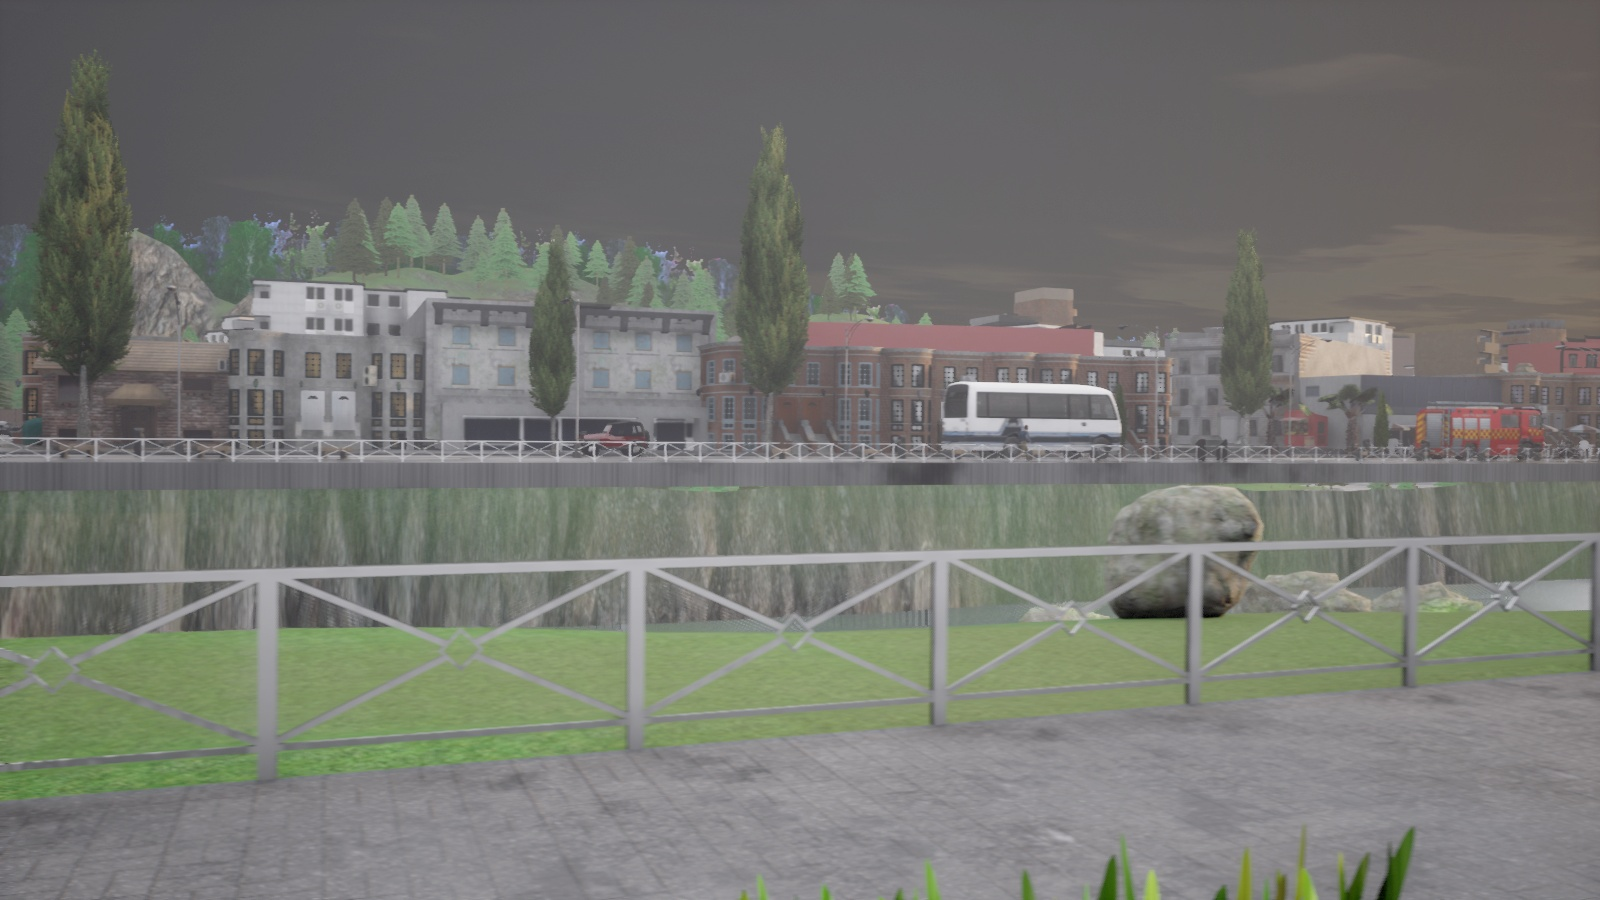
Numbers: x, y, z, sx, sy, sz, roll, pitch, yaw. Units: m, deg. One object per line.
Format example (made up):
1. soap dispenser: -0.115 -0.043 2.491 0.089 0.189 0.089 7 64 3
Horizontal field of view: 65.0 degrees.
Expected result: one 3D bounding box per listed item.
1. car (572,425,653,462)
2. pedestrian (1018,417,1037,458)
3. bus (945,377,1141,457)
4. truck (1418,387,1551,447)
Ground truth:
1. car: -9.852 -0.373 65.975 3.866 1.878 1.905 -1 1 -21
2. pedestrian: 10.936 -0.594 60.436 0.788 1.949 0.423 -1 1 -22
3. bus: 13.685 -1.876 70.627 10.273 4.253 3.944 -1 1 -21
4. truck: 44.989 -2.196 82.524 8.468 3.827 2.891 -1 1 -21
